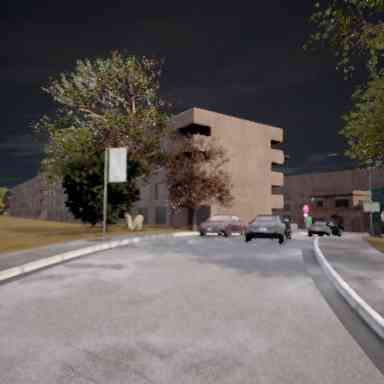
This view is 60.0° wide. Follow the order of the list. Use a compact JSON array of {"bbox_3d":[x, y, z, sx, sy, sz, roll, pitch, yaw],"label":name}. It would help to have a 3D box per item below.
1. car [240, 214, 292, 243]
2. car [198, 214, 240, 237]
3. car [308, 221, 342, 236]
[{"bbox_3d":[4.157,1.898,17.829,1.994,1.385,4.181,-1,-4,22],"label":"car"},{"bbox_3d":[2.069,2.133,21.595,1.812,1.442,4.674,-2,-6,27],"label":"car"},{"bbox_3d":[12.234,3.389,30.516,1.994,1.385,4.181,-3,-8,40],"label":"car"}]
